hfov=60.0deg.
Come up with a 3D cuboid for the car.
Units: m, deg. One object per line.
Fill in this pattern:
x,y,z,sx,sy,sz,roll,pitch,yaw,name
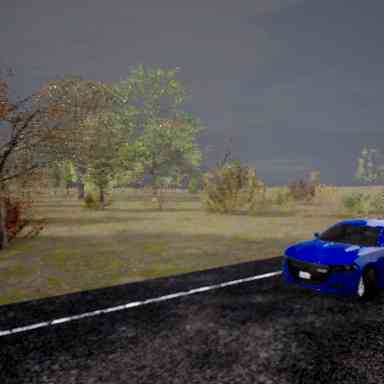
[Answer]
4.389,1.450,8.409,5.008,1.535,1.882,0,0,-35,car
